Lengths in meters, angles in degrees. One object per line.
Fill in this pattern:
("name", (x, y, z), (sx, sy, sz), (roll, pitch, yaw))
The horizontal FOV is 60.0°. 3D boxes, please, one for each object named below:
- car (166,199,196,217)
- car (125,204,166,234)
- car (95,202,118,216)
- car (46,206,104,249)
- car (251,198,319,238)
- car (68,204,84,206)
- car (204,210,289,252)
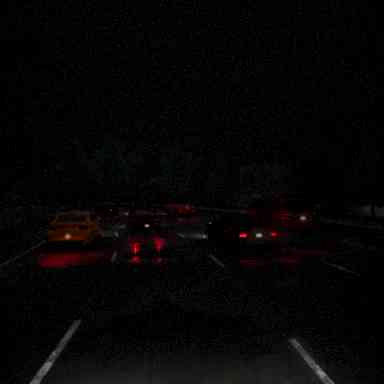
("car", (-1.352, 1.669, 36.198), (2.097, 1.767, 4.553), (0, 0, -24))
("car", (-3.123, 1.717, 20.813), (1.812, 1.442, 4.674), (0, -1, -15))
("car", (-9.706, 1.836, 37.440), (1.882, 1.535, 5.008), (0, -1, -27))
("car", (-5.410, 1.632, 15.580), (1.882, 1.535, 5.008), (0, -1, -11))
("car", (4.722, 1.364, 18.448), (2.150, 2.045, 5.566), (0, -1, -12))
("car", (-12.075, 1.943, 34.494), (1.895, 1.301, 4.718), (0, -1, -27))
("car", (1.979, 1.667, 14.669), (2.033, 1.411, 5.357), (0, -1, -11))
